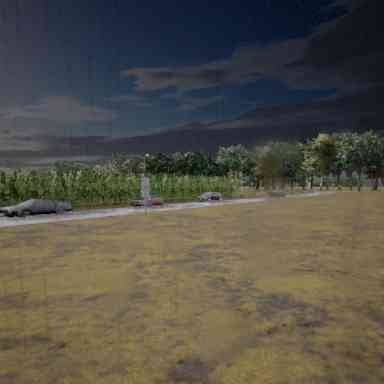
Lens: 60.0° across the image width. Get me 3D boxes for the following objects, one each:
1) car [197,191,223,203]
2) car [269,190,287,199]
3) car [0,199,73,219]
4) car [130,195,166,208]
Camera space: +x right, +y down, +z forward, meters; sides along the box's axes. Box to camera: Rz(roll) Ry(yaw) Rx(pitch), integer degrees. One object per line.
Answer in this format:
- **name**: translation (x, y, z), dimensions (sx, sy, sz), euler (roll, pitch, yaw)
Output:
- **car**: translation (2.564, 0.708, 46.629), dimensions (1.837, 1.490, 4.892), euler (0, 1, 36)
- **car**: translation (15.479, 0.345, 59.880), dimensions (1.882, 1.535, 5.008), euler (0, 1, 35)
- **car**: translation (-12.047, 1.221, 25.947), dimensions (2.033, 1.411, 5.357), euler (0, 1, 35)
- **car**: translation (-4.762, 1.002, 36.271), dimensions (1.994, 1.385, 4.181), euler (0, 1, 35)
